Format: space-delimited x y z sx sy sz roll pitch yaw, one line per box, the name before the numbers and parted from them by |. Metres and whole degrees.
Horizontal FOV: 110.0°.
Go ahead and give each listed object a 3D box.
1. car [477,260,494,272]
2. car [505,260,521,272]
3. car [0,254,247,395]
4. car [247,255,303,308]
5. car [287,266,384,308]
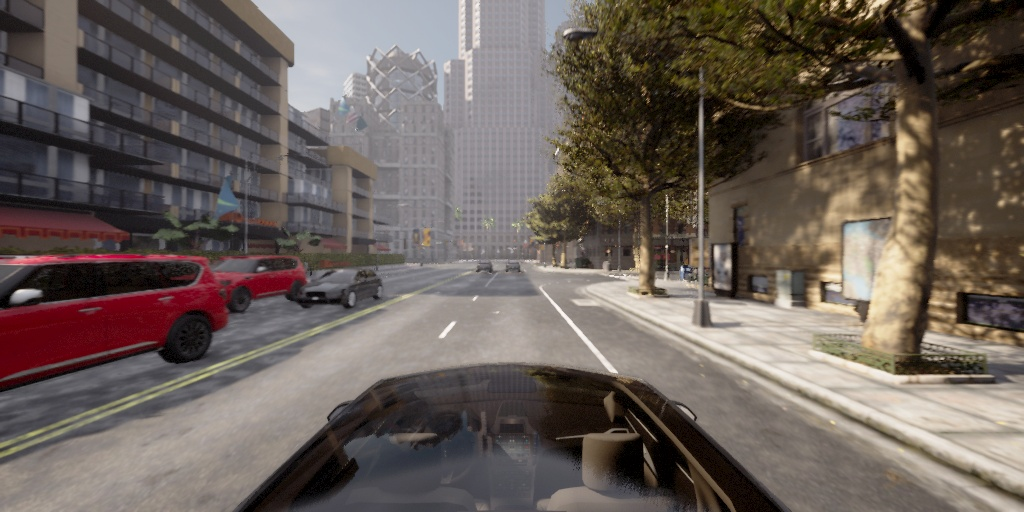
car | -3.367 1.246 45.135 2.128 1.511 4.902 0 0 0
car | 0.133 1.247 46.057 2.128 1.511 4.902 0 0 0
car | -7.084 0.973 5.254 2.150 2.045 5.566 0 0 1
car | -10.499 0.975 14.282 2.150 2.045 5.566 0 0 0
car | -6.990 1.256 15.165 1.837 1.490 4.892 0 0 0
